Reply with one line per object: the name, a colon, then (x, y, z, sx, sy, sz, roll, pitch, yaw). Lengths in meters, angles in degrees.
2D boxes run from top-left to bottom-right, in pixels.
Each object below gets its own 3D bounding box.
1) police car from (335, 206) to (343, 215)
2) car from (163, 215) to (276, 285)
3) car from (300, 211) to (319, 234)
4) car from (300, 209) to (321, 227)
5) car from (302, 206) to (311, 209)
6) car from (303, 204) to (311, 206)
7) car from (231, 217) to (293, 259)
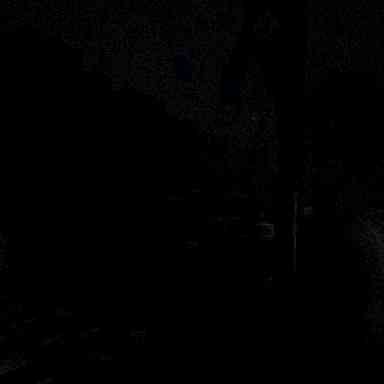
police car: (25.309, 3.423, 59.494, 1.930, 1.638, 5.238, 1, -1, 26)
car: (0.964, 1.661, 10.783, 2.192, 1.841, 5.009, 0, -2, 26)
car: (8.360, 2.405, 25.669, 1.947, 1.339, 4.313, 0, -2, 26)
car: (10.827, 2.556, 30.634, 2.008, 1.369, 4.403, 0, -2, 26)
car: (13.695, 2.827, 42.084, 1.812, 1.442, 4.674, 1, -1, 26)
car: (18.256, 2.837, 51.251, 2.150, 2.045, 5.566, 1, -1, 26)
car: (3.504, 2.041, 15.894, 1.752, 1.417, 4.829, 0, -2, 26)
